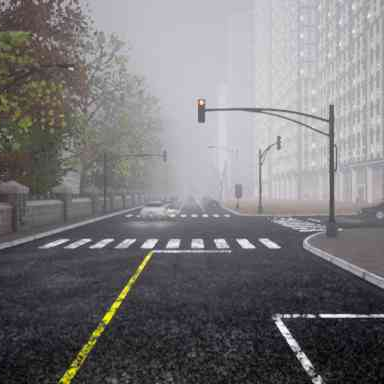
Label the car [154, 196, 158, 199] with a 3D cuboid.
[{"bbox_3d":[-5.730,1.595,47.148,1.802,1.307,4.206,0,0,0],"label":"car"}]

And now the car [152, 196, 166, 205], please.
[{"bbox_3d":[-5.740,1.463,58.414,1.967,1.590,4.097,0,0,0],"label":"car"}]

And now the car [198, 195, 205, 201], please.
[{"bbox_3d":[2.611,1.618,92.214,2.008,1.369,4.403,0,0,0],"label":"car"}]

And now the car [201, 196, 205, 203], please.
[{"bbox_3d":[2.650,1.579,47.156,1.947,1.339,4.313,0,0,0],"label":"car"}]

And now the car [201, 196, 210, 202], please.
[{"bbox_3d":[3.082,1.570,76.835,1.812,1.442,4.674,0,0,0],"label":"car"}]

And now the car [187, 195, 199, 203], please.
[{"bbox_3d":[-0.061,1.560,69.224,1.812,1.442,4.674,0,0,0],"label":"car"}]

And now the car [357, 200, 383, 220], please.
[{"bbox_3d":[14.933,1.232,24.746,4.892,1.490,1.837,-1,0,0],"label":"car"}]

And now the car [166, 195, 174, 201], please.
[{"bbox_3d":[-5.765,1.603,86.575,1.887,1.381,4.507,0,0,0],"label":"car"}]

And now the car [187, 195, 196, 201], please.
[{"bbox_3d":[-0.069,1.462,78.807,2.033,1.411,5.357,0,0,0],"label":"car"}]

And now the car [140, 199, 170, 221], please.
[{"bbox_3d":[-3.124,1.529,27.663,1.812,1.442,4.674,0,0,0],"label":"car"}]

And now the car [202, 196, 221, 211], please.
[{"bbox_3d":[2.655,1.576,41.523,1.947,1.339,4.313,0,0,0],"label":"car"}]

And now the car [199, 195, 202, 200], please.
[{"bbox_3d":[3.052,1.387,69.806,2.097,1.767,4.553,0,0,0],"label":"car"}]

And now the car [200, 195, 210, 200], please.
[{"bbox_3d":[2.645,1.583,52.788,1.947,1.339,4.313,0,0,0],"label":"car"}]

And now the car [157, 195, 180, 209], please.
[{"bbox_3d":[-3.139,1.505,45.627,2.128,1.511,4.902,0,0,0],"label":"car"}]
